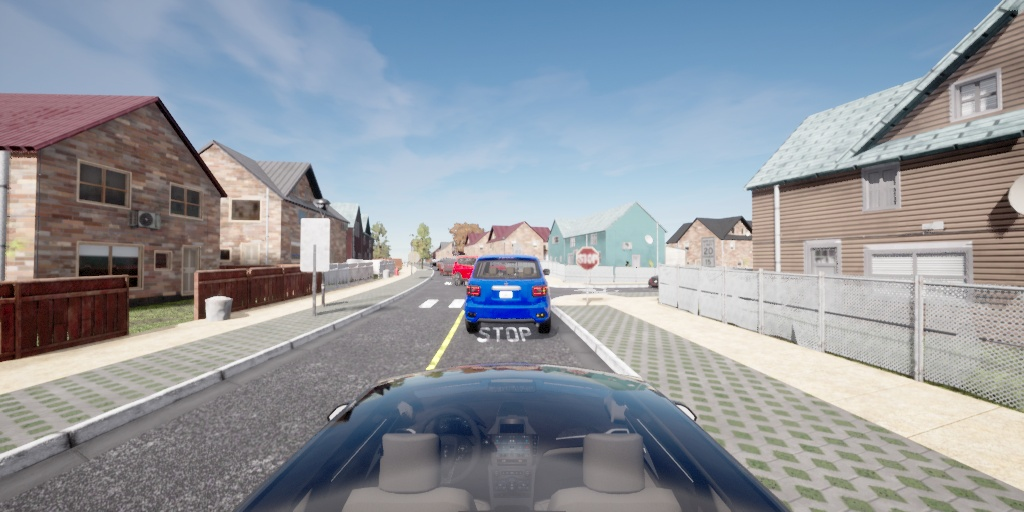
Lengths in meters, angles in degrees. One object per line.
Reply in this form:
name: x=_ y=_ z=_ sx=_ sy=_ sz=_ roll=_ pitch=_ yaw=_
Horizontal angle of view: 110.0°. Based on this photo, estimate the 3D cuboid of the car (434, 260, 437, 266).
car: x=-9.534 y=1.140 z=51.067 sx=2.097 sy=1.767 sz=4.553 roll=0 pitch=0 yaw=-15

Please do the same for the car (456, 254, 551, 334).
car: x=-0.018 y=0.975 z=10.852 sx=2.150 sy=2.045 sz=5.566 roll=0 pitch=0 yaw=3

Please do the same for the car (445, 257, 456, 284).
car: x=-1.800 y=0.980 z=23.165 sx=2.150 sy=2.045 sz=5.566 roll=0 pitch=0 yaw=-39

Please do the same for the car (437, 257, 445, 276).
car: x=-6.510 y=1.117 z=37.596 sx=2.097 sy=1.767 sz=4.553 roll=0 pitch=0 yaw=-11

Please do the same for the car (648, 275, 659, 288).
car: x=11.916 y=1.648 z=25.751 sx=4.181 sy=1.385 sz=1.994 roll=1 pitch=-2 yaw=-20
